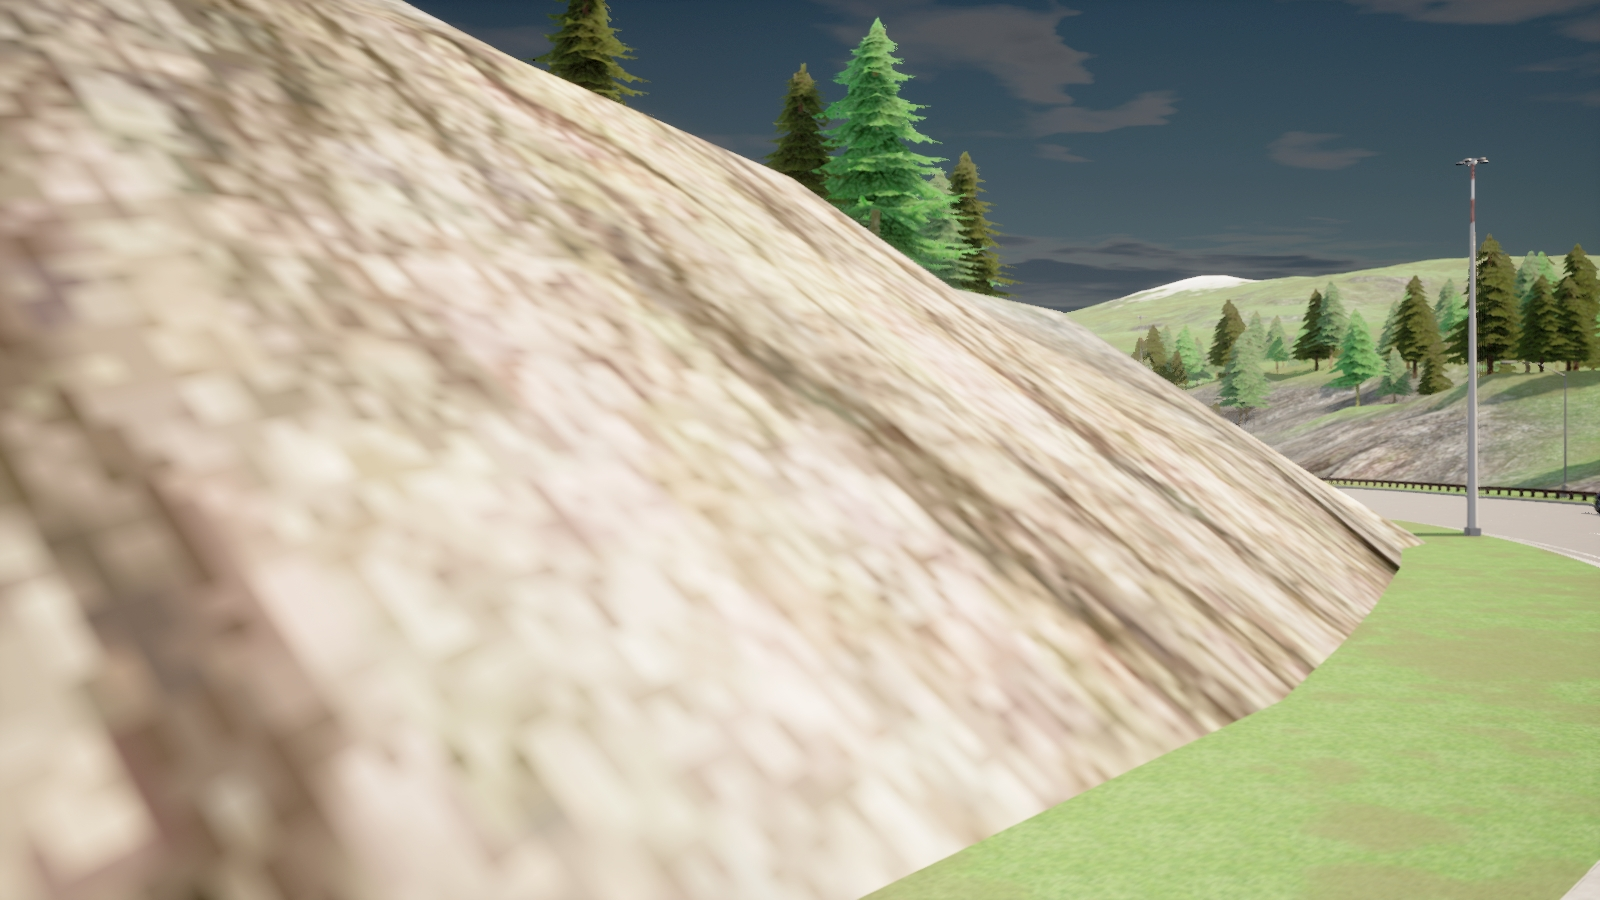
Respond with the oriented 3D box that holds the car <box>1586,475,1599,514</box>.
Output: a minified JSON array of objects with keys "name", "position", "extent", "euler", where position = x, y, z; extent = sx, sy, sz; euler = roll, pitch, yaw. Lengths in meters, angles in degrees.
[{"name":"car","position":[36.124,1.972,48.694],"extent":[2.242,1.667,4.611],"euler":[0,0,4]}]
